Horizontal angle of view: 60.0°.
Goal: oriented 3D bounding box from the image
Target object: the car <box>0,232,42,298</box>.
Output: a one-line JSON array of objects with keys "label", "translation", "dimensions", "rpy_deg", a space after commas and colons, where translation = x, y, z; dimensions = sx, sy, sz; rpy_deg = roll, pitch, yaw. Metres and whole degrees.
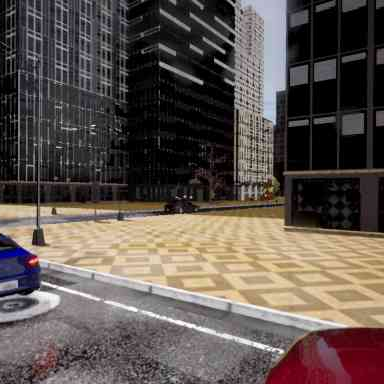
[{"label": "car", "translation": [-5.160, 1.523, 7.371], "dimensions": [4.674, 1.442, 1.812], "rpy_deg": [0, 0, 36]}]

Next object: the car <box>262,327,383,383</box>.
[{"label": "car", "translation": [2.437, 1.564, 1.937], "dimensions": [4.181, 1.385, 1.994], "rpy_deg": [0, 0, 35]}]

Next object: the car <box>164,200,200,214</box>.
[{"label": "car", "translation": [-1.066, 1.647, 36.751], "dimensions": [1.837, 1.490, 4.892], "rpy_deg": [1, 0, 37]}]
